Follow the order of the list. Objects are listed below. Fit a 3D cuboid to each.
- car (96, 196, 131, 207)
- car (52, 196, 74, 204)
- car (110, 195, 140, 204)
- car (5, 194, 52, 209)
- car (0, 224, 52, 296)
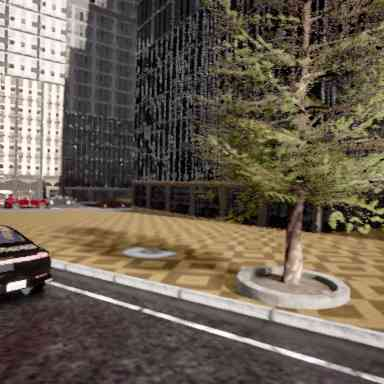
[{"bbox_3d":[-11.948,1.590,49.429,4.507,1.381,1.887,1,2,-34],"label":"car"},{"bbox_3d":[-21.073,1.256,52.726,4.403,1.369,2.008,1,2,-34],"label":"car"},{"bbox_3d":[-11.858,1.357,59.035,4.829,1.417,1.752,1,2,-34],"label":"car"},{"bbox_3d":[-21.296,1.233,43.018,5.009,1.841,2.192,1,2,-34],"label":"car"},{"bbox_3d":[-5.024,1.406,7.235,4.902,1.511,2.128,1,0,36],"label":"car"}]
